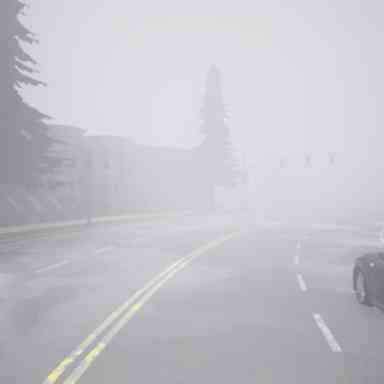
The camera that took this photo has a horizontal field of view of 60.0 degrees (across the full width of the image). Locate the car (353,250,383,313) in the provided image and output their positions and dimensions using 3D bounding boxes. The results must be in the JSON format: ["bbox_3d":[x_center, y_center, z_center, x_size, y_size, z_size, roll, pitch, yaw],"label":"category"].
[{"bbox_3d":[4.217,1.392,5.121,2.097,1.767,4.553,1,0,8],"label":"car"}]
